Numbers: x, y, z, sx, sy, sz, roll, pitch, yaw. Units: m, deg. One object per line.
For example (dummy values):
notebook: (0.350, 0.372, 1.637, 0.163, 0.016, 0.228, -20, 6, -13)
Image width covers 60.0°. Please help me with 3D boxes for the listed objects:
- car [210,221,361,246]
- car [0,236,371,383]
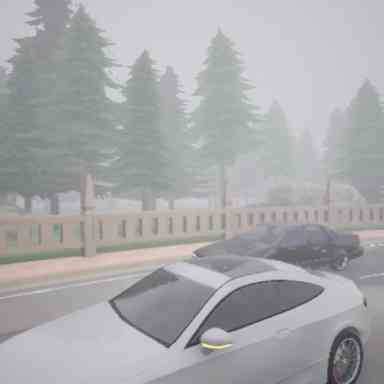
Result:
car: (2.604, 1.568, 9.473, 5.357, 1.411, 2.033, 0, 0, -31)
car: (0.179, 1.546, 3.796, 4.674, 1.442, 1.812, 0, 0, -33)
